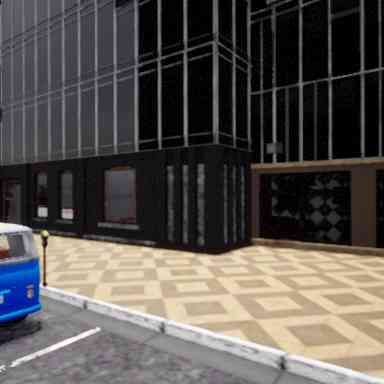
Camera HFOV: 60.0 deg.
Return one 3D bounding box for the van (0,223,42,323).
[{"bbox_3d":[-4.445,1.406,6.034,3.998,1.788,1.690,-1,0,35],"label":"van"}]
